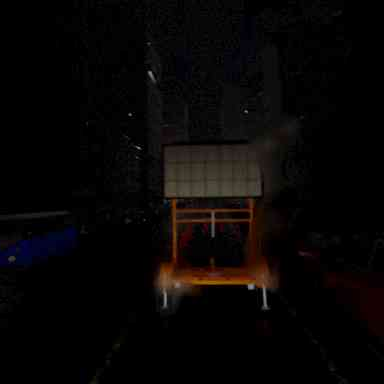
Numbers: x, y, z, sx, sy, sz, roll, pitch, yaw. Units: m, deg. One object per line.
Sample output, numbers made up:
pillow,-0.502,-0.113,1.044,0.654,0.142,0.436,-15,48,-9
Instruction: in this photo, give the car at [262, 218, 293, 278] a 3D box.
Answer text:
car,3.478,1.665,10.090,1.802,1.307,4.206,-1,-1,3

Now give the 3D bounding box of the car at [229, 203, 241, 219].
car,4.356,1.843,26.824,1.947,1.339,4.313,-1,-1,3

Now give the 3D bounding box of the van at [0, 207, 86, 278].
van,-5.048,1.538,10.537,1.690,1.788,3.998,-1,-1,3

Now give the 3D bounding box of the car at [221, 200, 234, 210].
car,5.827,2.118,54.883,1.752,1.417,4.829,-1,-1,3

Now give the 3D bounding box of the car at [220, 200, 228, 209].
car,5.526,2.080,49.135,2.008,1.369,4.403,-1,-1,3

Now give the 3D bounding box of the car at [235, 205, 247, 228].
car,4.063,1.778,21.246,1.947,1.339,4.313,-1,-1,3

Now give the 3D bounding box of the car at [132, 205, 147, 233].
car,-4.463,1.767,21.692,1.967,1.590,4.097,-1,-1,3

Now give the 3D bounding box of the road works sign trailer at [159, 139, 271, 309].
road works sign trailer,0.504,0.560,8.071,2.380,3.560,2.880,-1,-1,3

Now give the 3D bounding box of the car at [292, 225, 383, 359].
car,3.179,1.333,4.516,2.192,1.841,5.009,-1,-1,3

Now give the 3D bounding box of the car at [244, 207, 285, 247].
car,3.778,1.675,15.839,1.752,1.417,4.829,-1,-1,3

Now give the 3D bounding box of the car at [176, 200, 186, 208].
car,-2.129,2.371,66.312,1.887,1.381,4.507,-1,-1,3

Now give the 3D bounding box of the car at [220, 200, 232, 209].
car,6.112,2.218,60.291,1.947,1.339,4.313,-1,-1,3

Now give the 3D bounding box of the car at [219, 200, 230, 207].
car,6.405,2.294,65.869,1.802,1.307,4.206,-1,-1,3

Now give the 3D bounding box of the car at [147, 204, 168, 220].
car,-3.880,1.895,32.847,1.967,1.590,4.097,-1,-1,3

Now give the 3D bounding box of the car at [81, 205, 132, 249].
car,-4.757,1.577,16.116,2.192,1.841,5.009,-1,-1,3

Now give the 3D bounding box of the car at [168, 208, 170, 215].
car,-3.585,2.101,38.423,1.802,1.307,4.206,-1,-1,3

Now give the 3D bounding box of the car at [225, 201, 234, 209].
car,4.648,1.892,32.402,2.008,1.369,4.403,-1,-1,3
